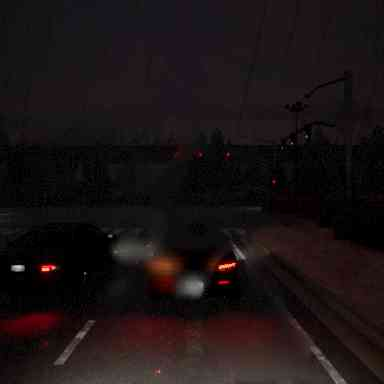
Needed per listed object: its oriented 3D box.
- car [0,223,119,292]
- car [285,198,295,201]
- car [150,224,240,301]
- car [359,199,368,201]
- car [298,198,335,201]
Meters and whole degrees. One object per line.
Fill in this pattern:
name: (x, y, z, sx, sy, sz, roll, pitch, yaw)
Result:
car: (-3.420, 1.547, 9.050, 2.033, 1.411, 5.357, 0, 0, 0)
car: (14.121, 1.526, 46.855, 4.674, 1.442, 1.812, 0, 0, 2)
car: (0.072, 1.526, 8.229, 1.812, 1.442, 4.674, 0, 0, 0)
car: (23.228, 1.601, 46.813, 4.718, 1.301, 1.895, 0, 0, 0)
car: (16.920, 1.491, 43.340, 4.902, 1.511, 2.128, 0, 0, 0)
